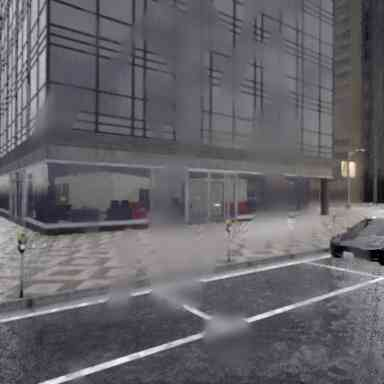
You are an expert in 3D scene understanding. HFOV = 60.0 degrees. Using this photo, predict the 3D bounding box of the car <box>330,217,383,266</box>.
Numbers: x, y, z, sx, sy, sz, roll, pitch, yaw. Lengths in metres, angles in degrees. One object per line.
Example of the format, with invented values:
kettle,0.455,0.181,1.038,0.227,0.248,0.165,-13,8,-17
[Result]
car,6.571,1.552,11.439,4.313,1.339,1.947,0,1,-35
